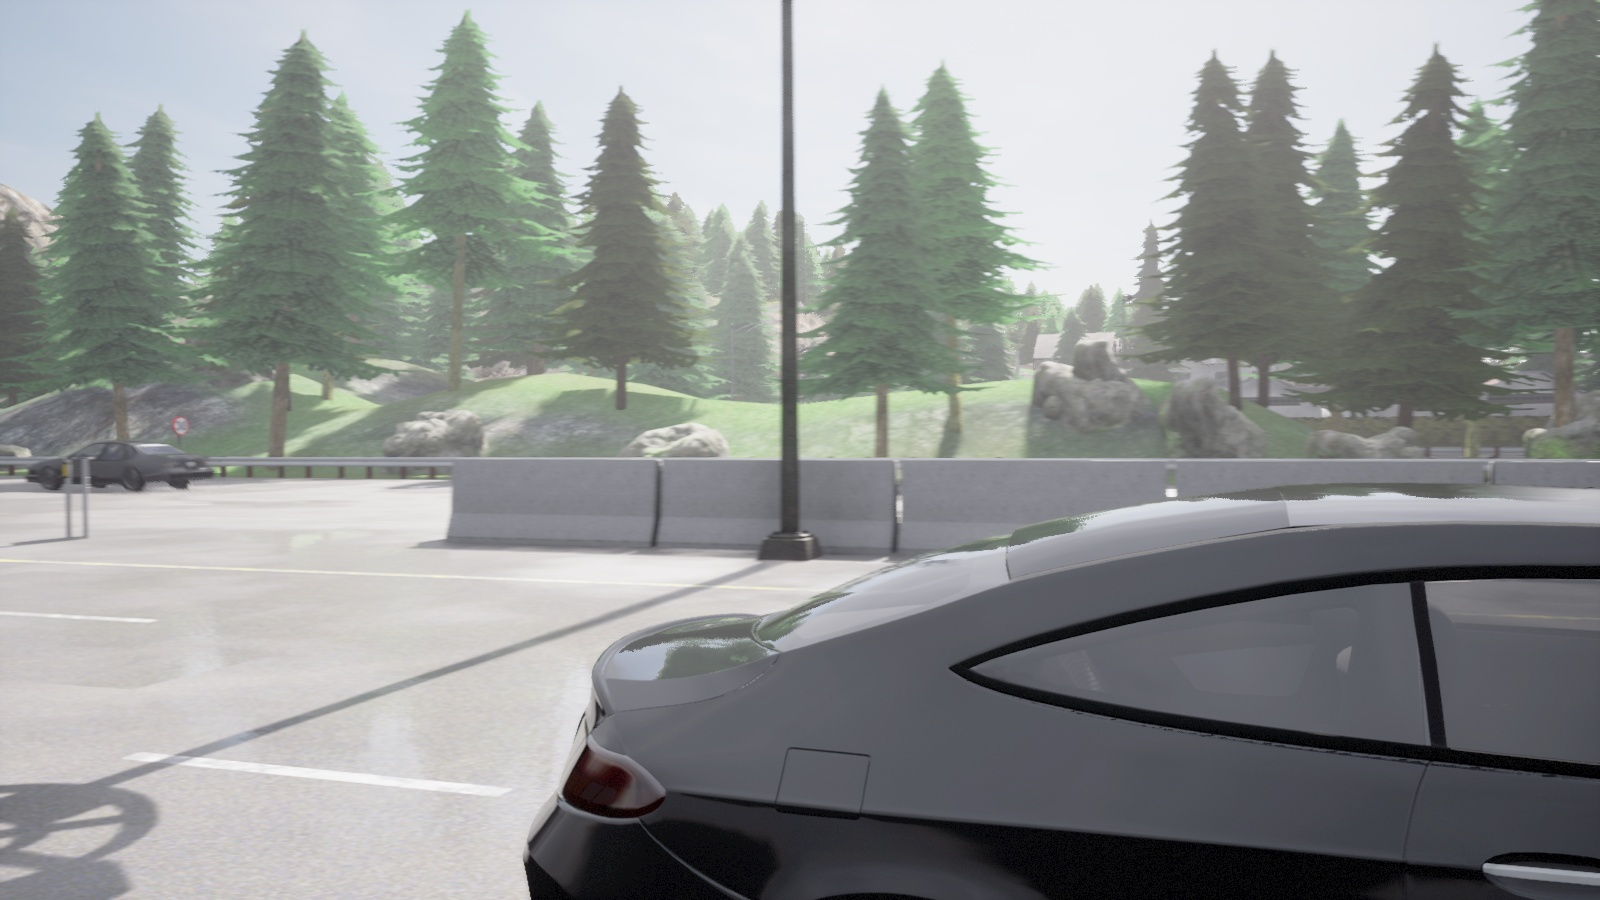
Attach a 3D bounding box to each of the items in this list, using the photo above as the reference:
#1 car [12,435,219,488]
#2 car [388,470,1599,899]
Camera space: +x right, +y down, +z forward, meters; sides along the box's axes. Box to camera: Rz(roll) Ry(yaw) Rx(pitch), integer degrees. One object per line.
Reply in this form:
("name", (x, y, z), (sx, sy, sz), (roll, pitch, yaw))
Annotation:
("car", (-19.370, 0.296, 35.557), (5.357, 1.411, 2.033), (0, 1, 19))
("car", (1.682, 0.816, 2.628), (4.674, 1.442, 1.812), (0, 1, 19))
